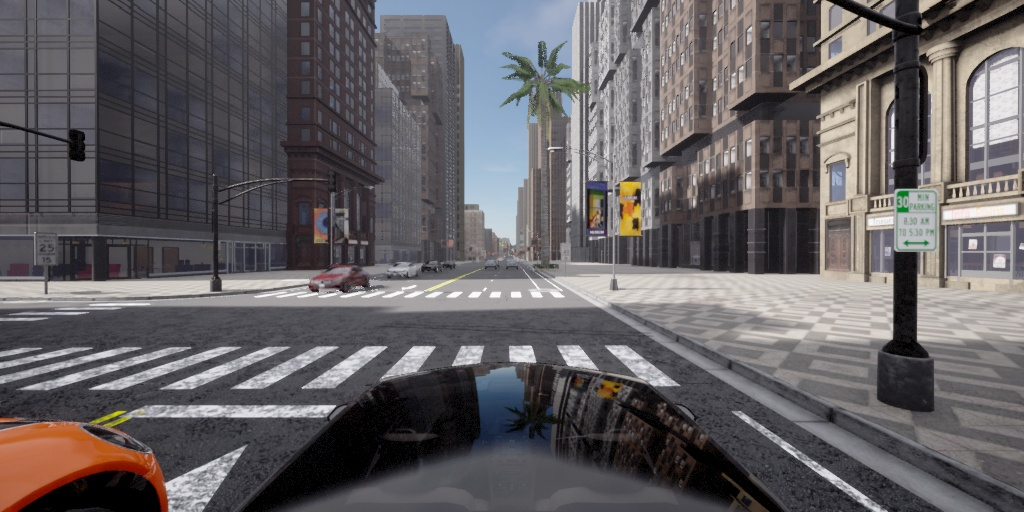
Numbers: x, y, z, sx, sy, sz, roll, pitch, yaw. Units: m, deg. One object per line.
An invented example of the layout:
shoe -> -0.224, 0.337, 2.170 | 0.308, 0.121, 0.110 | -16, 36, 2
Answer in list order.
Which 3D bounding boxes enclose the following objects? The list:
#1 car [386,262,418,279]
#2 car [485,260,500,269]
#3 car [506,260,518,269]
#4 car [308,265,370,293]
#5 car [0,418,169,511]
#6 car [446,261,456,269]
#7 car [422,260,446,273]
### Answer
car -> -9.843, 1.284, 32.456 | 1.812, 1.442, 4.674 | 0, 0, 0
car -> -3.236, 1.335, 55.749 | 2.033, 1.411, 5.357 | 0, 0, 0
car -> 0.014, 1.335, 55.747 | 2.033, 1.411, 5.357 | 0, 0, 0
car -> -9.839, 1.279, 20.872 | 1.812, 1.442, 4.674 | 0, 0, 0
car -> -3.150, 1.102, 0.269 | 2.097, 1.767, 4.553 | 0, 0, 0
car -> -9.791, 1.386, 54.836 | 1.895, 1.301, 4.718 | 0, 0, 0
car -> -9.836, 1.274, 44.484 | 1.837, 1.490, 4.892 | 0, 0, 0
